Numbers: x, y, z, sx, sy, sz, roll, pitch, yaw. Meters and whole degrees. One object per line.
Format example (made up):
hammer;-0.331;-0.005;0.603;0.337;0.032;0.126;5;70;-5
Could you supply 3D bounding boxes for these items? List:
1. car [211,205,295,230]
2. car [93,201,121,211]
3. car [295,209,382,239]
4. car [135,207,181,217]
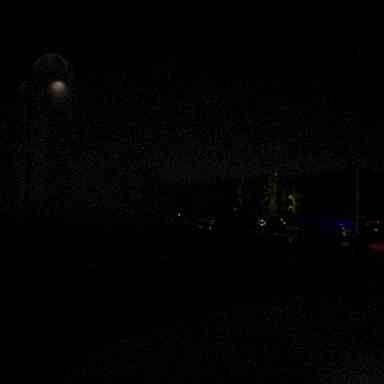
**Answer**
car;3.111;1.553;18.685;2.097;1.767;4.553;1;-1;-34
car;-9.324;1.771;36.253;2.128;1.511;4.902;1;0;-35
car;7.503;1.680;18.019;1.882;1.535;5.008;1;-1;-31
car;-2.815;1.864;27.078;1.895;1.301;4.718;1;-1;-36
